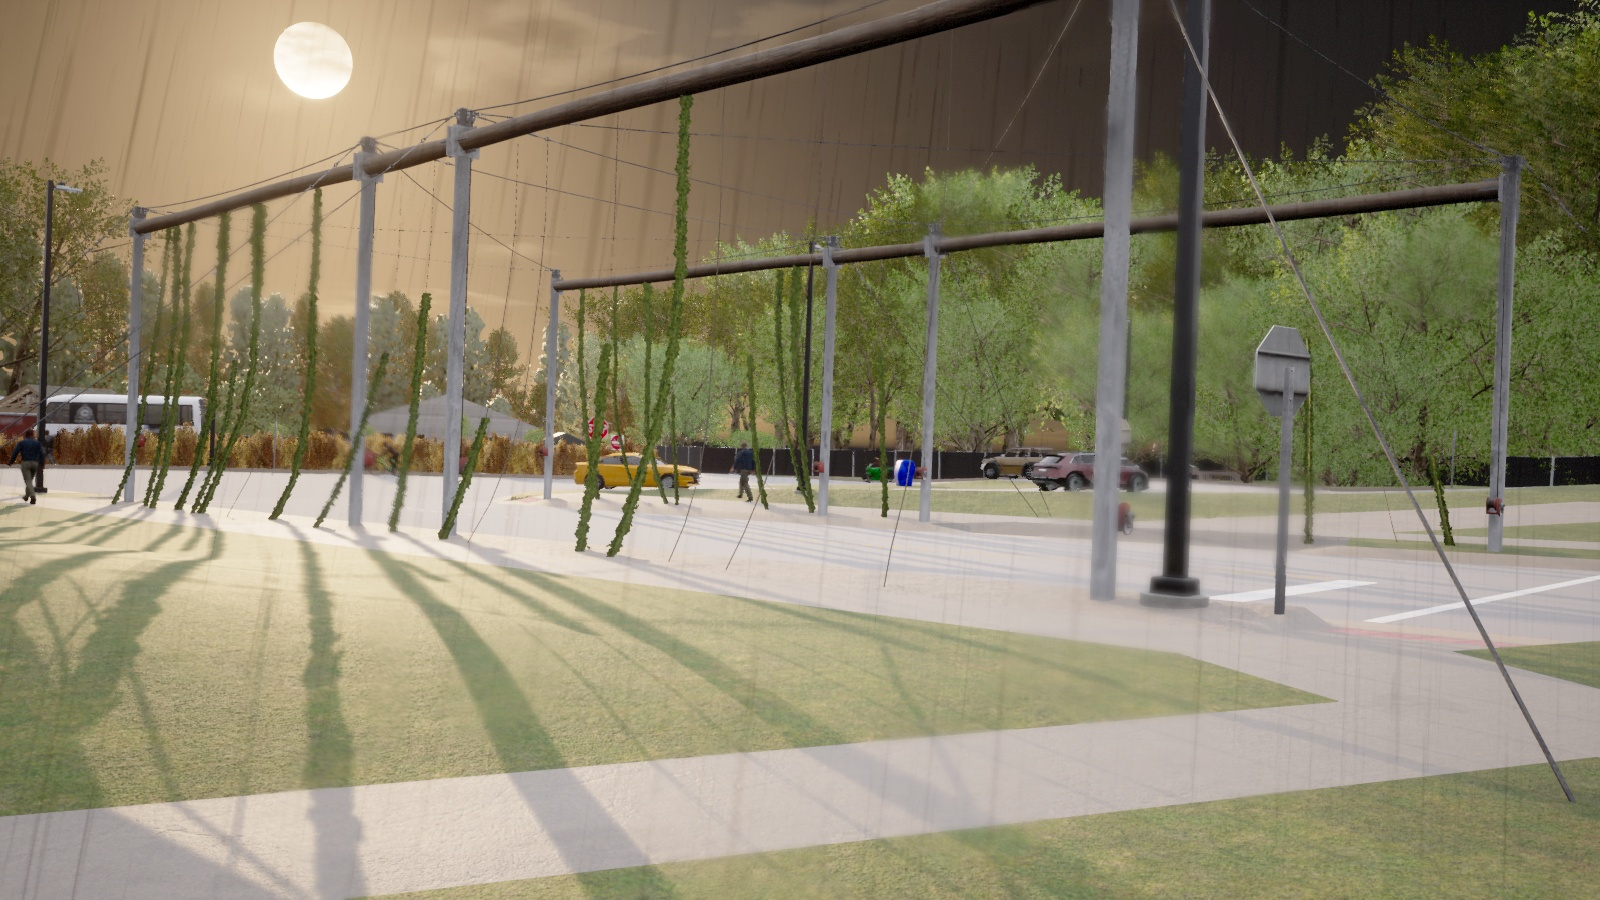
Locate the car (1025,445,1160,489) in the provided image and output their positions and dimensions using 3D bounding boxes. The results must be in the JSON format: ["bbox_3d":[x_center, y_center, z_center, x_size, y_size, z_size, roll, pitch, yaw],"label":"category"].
[{"bbox_3d":[11.436,0.625,49.079,4.856,1.649,2.033,0,1,-24],"label":"car"}]

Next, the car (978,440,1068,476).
[{"bbox_3d":[11.919,0.432,67.248,1.932,1.855,4.605,-2,0,-37],"label":"car"}]

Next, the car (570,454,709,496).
[{"bbox_3d":[-6.281,0.983,49.301,5.008,1.535,1.882,-1,1,12],"label":"car"}]

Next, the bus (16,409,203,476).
[{"bbox_3d":[-45.612,-0.551,83.397,10.273,4.253,3.944,0,1,-18],"label":"bus"}]

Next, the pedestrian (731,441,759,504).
[{"bbox_3d":[-1.618,0.650,37.218,0.726,1.842,0.402,1,0,43],"label":"pedestrian"}]

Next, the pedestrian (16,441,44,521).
[{"bbox_3d":[-18.124,0.723,29.565,0.726,1.835,0.370,1,0,44],"label":"pedestrian"}]

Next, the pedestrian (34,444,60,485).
[{"bbox_3d":[-34.907,0.679,58.218,0.849,1.883,0.563,1,0,-11],"label":"pedestrian"}]

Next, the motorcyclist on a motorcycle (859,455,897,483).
[{"bbox_3d":[4.492,1.082,72.480,2.044,1.523,0.797,-1,2,-27],"label":"motorcyclist on a motorcycle"}]
